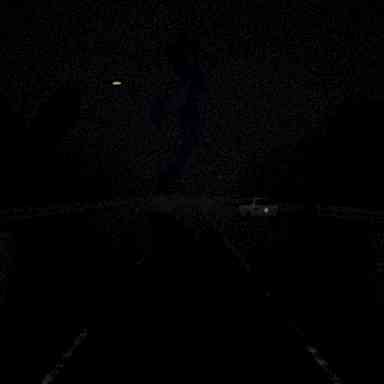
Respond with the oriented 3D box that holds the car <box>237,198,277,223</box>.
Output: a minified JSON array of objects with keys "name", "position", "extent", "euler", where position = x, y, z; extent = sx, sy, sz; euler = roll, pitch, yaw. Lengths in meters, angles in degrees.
[{"name":"car","position":[5.487,1.497,28.545],"extent":[2.150,2.045,5.566],"euler":[0,-1,-6]}]
